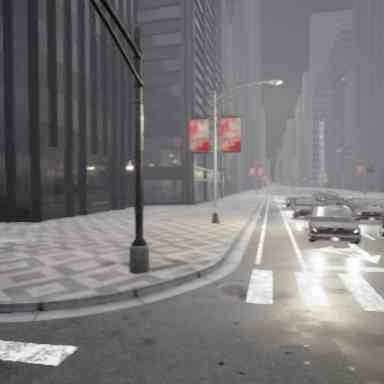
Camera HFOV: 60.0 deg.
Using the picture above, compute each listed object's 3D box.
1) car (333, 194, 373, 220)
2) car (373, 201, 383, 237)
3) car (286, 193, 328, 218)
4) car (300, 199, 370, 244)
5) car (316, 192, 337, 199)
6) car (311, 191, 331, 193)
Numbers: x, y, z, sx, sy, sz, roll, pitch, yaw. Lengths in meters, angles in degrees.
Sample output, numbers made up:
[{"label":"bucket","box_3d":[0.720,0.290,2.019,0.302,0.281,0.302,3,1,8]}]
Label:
[{"label":"car","box_3d":[10.956,1.109,21.719,2.033,1.411,5.357,0,1,13]},{"label":"car","box_3d":[8.768,1.083,12.499,2.097,1.767,4.553,0,1,13]},{"label":"car","box_3d":[8.229,1.076,24.298,2.033,1.411,5.357,0,1,14]},{"label":"car","box_3d":[5.921,1.257,14.469,2.033,1.411,5.357,0,1,17]},{"label":"car","box_3d":[13.235,0.947,31.350,1.994,1.385,4.181,0,1,13]},{"label":"car","box_3d":[15.668,0.696,41.432,1.837,1.490,4.892,0,1,14]}]
